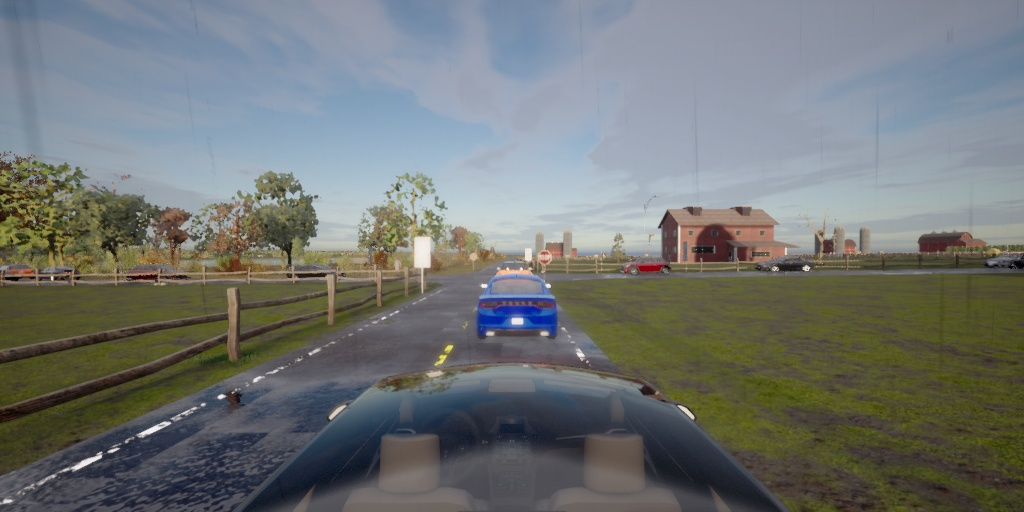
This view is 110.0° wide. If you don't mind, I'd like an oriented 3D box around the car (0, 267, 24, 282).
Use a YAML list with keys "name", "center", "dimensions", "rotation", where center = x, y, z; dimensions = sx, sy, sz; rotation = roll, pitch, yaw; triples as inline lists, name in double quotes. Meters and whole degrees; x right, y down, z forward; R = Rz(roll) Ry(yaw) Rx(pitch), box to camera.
- name: "car"
  center: [-51.842, 2.029, 35.971]
  dimensions: [4.718, 1.301, 1.895]
  rotation: [-1, 0, 20]

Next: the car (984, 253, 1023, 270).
- name: "car"
  center: [48.176, 0.497, 34.157]
  dimensions: [4.902, 1.511, 2.128]
  rotation: [-1, 0, 1]

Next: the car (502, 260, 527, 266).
- name: "car"
  center: [0.148, 1.099, 21.907]
  dimensions: [2.097, 1.767, 4.553]
  rotation: [0, 0, 0]

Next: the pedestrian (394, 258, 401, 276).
- name: "pedestrian"
  center: [-12.074, 1.161, 37.882]
  dimensions: [0.375, 1.860, 0.375]
  rotation: [0, 1, 1]

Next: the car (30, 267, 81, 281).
- name: "car"
  center: [-47.843, 1.871, 37.794]
  dimensions: [4.892, 1.490, 1.837]
  rotation: [-1, 0, 19]

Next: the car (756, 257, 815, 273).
- name: "car"
  center: [26.185, 0.840, 34.468]
  dimensions: [4.892, 1.490, 1.837]
  rotation: [-1, 0, 1]

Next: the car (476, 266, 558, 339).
- name: "car"
  center: [0.120, 1.226, 10.063]
  dimensions: [1.882, 1.535, 5.008]
  rotation: [0, 0, 0]

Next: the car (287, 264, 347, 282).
- name: "car"
  center: [-17.367, 1.484, 31.980]
  dimensions: [4.892, 1.490, 1.837]
  rotation: [0, 0, 1]

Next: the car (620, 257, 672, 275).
- name: "car"
  center: [12.796, 0.885, 34.557]
  dimensions: [4.553, 1.767, 2.097]
  rotation: [-1, 0, -1]

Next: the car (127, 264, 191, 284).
- name: "car"
  center: [-31.741, 1.530, 32.339]
  dimensions: [4.553, 1.767, 2.097]
  rotation: [-1, 0, 3]
